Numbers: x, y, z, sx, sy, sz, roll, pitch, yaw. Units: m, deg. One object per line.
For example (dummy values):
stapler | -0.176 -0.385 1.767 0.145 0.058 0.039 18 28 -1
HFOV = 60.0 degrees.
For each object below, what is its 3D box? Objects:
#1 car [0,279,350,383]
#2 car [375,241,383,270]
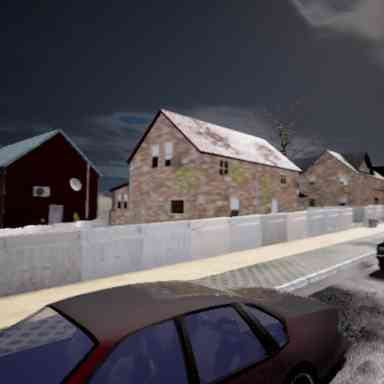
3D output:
car | -0.584 1.641 2.940 5.357 1.411 2.033 0 -2 -40
car | 7.644 1.762 10.859 4.718 1.301 1.895 1 -2 -45
